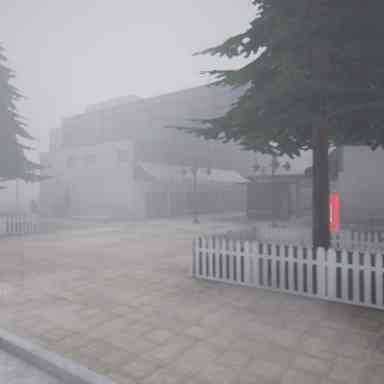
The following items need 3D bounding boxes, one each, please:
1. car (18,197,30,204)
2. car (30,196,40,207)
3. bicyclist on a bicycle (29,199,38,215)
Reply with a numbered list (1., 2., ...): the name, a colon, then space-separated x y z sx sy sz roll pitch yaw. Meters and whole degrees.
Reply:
1. car: -36.800 1.956 73.858 4.514 1.523 2.007 -1 0 36
2. car: -25.600 1.588 57.804 4.605 1.855 1.932 -1 0 36
3. bicyclist on a bicycle: -16.444 1.586 34.482 1.656 1.620 0.582 -1 -1 36
